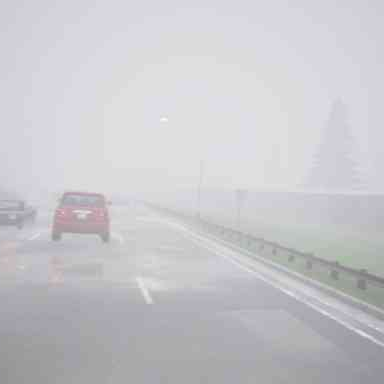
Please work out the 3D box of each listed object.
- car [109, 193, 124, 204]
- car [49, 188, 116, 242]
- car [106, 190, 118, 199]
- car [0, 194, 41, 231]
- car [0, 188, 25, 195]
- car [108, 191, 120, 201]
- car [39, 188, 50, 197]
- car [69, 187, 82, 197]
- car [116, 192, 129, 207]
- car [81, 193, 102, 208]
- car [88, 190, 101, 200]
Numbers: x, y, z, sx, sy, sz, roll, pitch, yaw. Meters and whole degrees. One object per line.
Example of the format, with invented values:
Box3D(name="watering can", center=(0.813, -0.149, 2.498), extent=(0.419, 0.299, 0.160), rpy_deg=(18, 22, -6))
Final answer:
Box3D(name="car", center=(-11.758, 0.941, 51.809), extent=(1.994, 1.385, 4.181), rpy_deg=(4, 0, -16))
Box3D(name="car", center=(-4.807, 0.935, 14.907), extent=(2.150, 2.045, 5.566), rpy_deg=(4, 0, -16))
Box3D(name="car", center=(-16.416, 0.525, 68.300), extent=(2.128, 1.511, 4.902), rpy_deg=(4, 0, -16))
Box3D(name="car", center=(-8.819, 1.022, 16.161), extent=(1.895, 1.301, 4.718), rpy_deg=(4, 0, -16))
Box3D(name="car", center=(-16.331, 0.419, 29.907), extent=(2.128, 1.511, 4.902), rpy_deg=(4, 0, -16))
Box3D(name="car", center=(-14.151, 0.745, 60.275), extent=(1.837, 1.490, 4.892), rpy_deg=(4, 0, -16))
Box3D(name="car", center=(-22.485, 0.123, 51.622), extent=(2.033, 1.411, 5.357), rpy_deg=(4, 0, -16))
Box3D(name="car", center=(-22.333, -0.001, 63.950), extent=(2.097, 1.767, 4.553), rpy_deg=(4, 0, -16))
Box3D(name="car", center=(-9.138, 1.091, 42.556), extent=(1.994, 1.385, 4.181), rpy_deg=(4, 0, -16))
Box3D(name="car", center=(-11.019, 0.922, 36.752), extent=(1.994, 1.385, 4.181), rpy_deg=(4, 0, -16))
Box3D(name="car", center=(-17.365, 0.543, 59.163), extent=(2.033, 1.411, 5.357), rpy_deg=(4, 0, -16))
